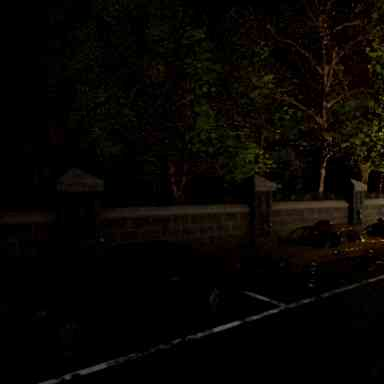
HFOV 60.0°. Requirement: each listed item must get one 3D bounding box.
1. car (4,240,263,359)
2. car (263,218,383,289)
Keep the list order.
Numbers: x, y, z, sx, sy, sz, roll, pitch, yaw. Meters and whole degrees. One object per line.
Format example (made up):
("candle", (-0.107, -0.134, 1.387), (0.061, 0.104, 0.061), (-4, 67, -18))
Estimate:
("car", (-0.927, 1.567, 5.897), (4.206, 1.307, 1.802), (0, 1, -36))
("car", (3.441, 1.480, 9.017), (4.829, 1.417, 1.752), (0, 1, -36))
